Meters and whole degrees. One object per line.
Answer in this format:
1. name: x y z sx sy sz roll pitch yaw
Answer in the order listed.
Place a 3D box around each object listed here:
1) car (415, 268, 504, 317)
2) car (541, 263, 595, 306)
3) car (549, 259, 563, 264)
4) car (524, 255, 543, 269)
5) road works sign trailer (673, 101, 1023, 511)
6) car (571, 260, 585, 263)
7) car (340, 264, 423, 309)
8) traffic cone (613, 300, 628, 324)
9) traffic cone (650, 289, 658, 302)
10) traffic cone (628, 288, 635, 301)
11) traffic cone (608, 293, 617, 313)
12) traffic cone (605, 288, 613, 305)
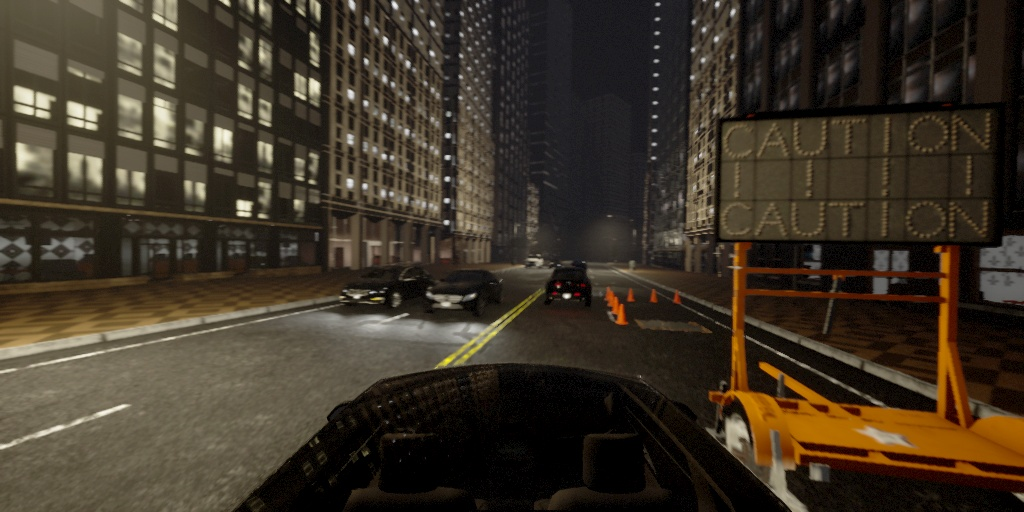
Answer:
1. car: -1.532 1.197 13.114 1.812 1.442 4.674 1 0 11
2. car: 2.580 1.258 16.074 1.837 1.490 4.892 1 1 11
3. car: 6.430 1.199 52.619 1.837 1.490 4.892 1 0 12
4. car: 3.308 0.843 53.531 2.150 2.045 5.566 1 0 12
5. road works sign trailer: 3.320 0.281 3.811 2.380 3.560 2.880 0 0 12
6. car: 8.491 1.247 45.525 1.882 1.535 5.008 1 0 11
7. car: -4.633 1.102 14.166 1.837 1.490 4.892 1 0 11
8. traffic cone: 3.332 1.745 10.919 0.340 0.580 0.340 0 0 11
9. traffic cone: 6.473 1.794 16.408 0.340 0.580 0.340 0 0 11
10. traffic cone: 5.492 1.771 16.604 0.340 0.580 0.340 0 0 11
11. traffic cone: 3.725 1.746 12.880 0.340 0.580 0.340 0 0 11
12. traffic cone: 4.119 1.747 14.840 0.340 0.580 0.340 0 0 11
